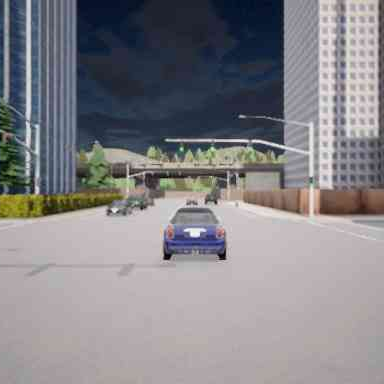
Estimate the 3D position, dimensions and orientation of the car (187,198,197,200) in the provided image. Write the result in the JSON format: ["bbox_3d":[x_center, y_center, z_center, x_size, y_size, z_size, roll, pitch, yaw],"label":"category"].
[{"bbox_3d":[-0.002,1.636,55.412,1.895,1.301,4.718,0,0,0],"label":"car"}]

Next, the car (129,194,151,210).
[{"bbox_3d":[-7.086,1.248,42.813,2.150,2.045,5.566,0,0,0],"label":"car"}]

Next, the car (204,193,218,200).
[{"bbox_3d":[3.480,1.260,60.895,2.150,2.045,5.566,0,0,0],"label":"car"}]

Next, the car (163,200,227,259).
[{"bbox_3d":[0.095,1.360,12.702,2.097,1.767,4.553,0,0,0],"label":"car"}]

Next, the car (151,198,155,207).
[{"bbox_3d":[-7.017,1.597,52.678,1.994,1.385,4.181,0,0,0],"label":"car"}]

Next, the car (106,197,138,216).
[{"bbox_3d":[-7.107,1.512,32.945,2.128,1.511,4.902,0,0,0],"label":"car"}]
